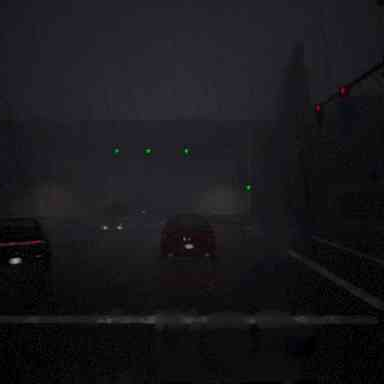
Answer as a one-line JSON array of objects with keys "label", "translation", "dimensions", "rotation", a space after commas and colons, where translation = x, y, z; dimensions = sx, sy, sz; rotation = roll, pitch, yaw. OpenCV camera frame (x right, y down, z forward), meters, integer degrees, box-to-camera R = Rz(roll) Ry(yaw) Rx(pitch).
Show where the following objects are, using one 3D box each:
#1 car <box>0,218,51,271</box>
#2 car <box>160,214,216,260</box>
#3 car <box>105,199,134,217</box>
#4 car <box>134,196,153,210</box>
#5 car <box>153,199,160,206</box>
[{"label": "car", "translation": [-5.722, 1.574, 10.699], "dimensions": [2.128, 1.511, 4.902], "rotation": [1, -1, -29]}, {"label": "car", "translation": [-0.211, 1.576, 12.900], "dimensions": [1.882, 1.535, 5.008], "rotation": [0, 0, -3]}, {"label": "car", "translation": [-7.735, 1.769, 35.086], "dimensions": [1.837, 1.490, 4.892], "rotation": [0, 0, 1]}, {"label": "car", "translation": [-7.613, 1.599, 49.611], "dimensions": [2.150, 2.045, 5.566], "rotation": [0, -1, 1]}, {"label": "car", "translation": [-7.431, 2.030, 65.924], "dimensions": [1.812, 1.442, 4.674], "rotation": [0, 0, 0]}]
